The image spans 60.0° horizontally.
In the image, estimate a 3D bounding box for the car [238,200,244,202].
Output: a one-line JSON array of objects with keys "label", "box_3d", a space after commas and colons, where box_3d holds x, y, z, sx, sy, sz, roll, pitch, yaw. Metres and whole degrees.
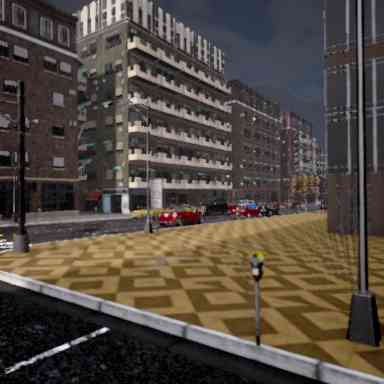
[{"label": "car", "box_3d": [5.441, 2.317, 48.968, 1.887, 1.381, 4.507, -2, -2, 35]}]

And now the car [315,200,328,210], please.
[{"label": "car", "box_3d": [25.233, 2.601, 62.690, 1.947, 1.339, 4.313, -2, -2, 35]}]

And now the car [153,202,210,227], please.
[{"label": "car", "box_3d": [-0.737, 1.769, 25.704, 1.967, 1.590, 4.097, -2, -2, 35]}]

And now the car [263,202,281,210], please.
[{"label": "car", "box_3d": [15.180, 2.581, 62.840, 1.887, 1.381, 4.507, -2, -2, 35]}]

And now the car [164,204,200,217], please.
[{"label": "car", "box_3d": [-1.148, 2.118, 39.582, 1.752, 1.417, 4.829, -2, -2, 35]}]

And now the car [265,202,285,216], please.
[{"label": "car", "box_3d": [9.003, 2.159, 39.572, 1.947, 1.339, 4.313, -2, -2, 35]}]

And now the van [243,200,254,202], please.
[{"label": "van", "box_3d": [8.685, 2.201, 53.598, 1.690, 1.788, 3.998, -2, -2, 35]}]

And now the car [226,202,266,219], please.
[{"label": "car", "box_3d": [5.756, 2.050, 34.948, 1.887, 1.381, 4.507, -2, -2, 35]}]

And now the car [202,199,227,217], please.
[{"label": "car", "box_3d": [2.326, 1.823, 40.056, 2.150, 2.045, 5.566, -1, -1, 35]}]

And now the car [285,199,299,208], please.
[{"label": "car", "box_3d": [21.669, 2.529, 72.093, 2.192, 1.841, 5.009, -2, -2, 35]}]

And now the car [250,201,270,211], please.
[{"label": "car", "box_3d": [11.933, 2.389, 58.219, 1.967, 1.590, 4.097, -2, -2, 35]}]

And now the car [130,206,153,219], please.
[{"label": "car", "box_3d": [-4.395, 2.030, 34.959, 1.752, 1.417, 4.829, -2, -2, 35]}]
